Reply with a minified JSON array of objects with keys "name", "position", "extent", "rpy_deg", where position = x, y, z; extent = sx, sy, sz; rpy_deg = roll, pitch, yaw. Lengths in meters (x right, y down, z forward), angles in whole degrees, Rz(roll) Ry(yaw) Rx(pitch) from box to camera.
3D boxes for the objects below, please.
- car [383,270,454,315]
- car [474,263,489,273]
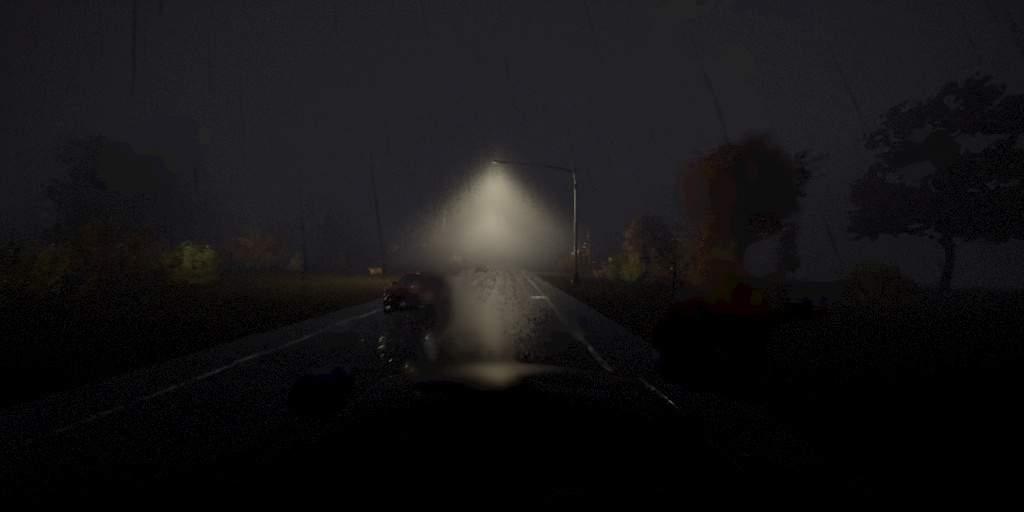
[{"name":"car","position":[-3.600,1.368,14.497],"extent":[1.882,1.535,5.008],"rpy_deg":[0,-1,0]},{"name":"car","position":[-4.662,1.858,54.583],"extent":[1.837,1.490,4.892],"rpy_deg":[0,-1,-6]}]
